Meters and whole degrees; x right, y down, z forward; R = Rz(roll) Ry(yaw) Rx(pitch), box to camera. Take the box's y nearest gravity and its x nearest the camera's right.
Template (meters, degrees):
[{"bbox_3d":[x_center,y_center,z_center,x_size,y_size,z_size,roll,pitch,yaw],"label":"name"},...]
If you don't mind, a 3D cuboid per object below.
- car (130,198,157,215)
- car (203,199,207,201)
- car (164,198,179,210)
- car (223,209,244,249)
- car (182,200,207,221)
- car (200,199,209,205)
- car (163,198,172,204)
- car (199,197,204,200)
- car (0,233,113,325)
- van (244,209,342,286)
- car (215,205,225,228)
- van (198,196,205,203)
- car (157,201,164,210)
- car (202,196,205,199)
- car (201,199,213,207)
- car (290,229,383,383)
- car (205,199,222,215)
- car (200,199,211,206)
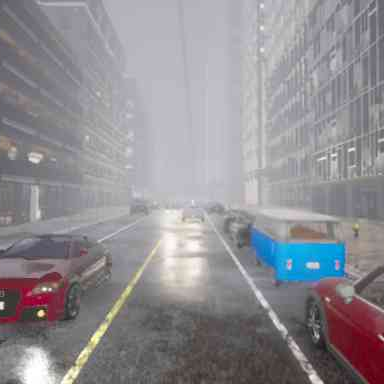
[{"bbox_3d":[-5.673,1.595,37.529,2.192,1.841,5.009,1,0,0],"label":"car"},{"bbox_3d":[2.704,1.866,43.176,1.887,1.381,4.507,1,0,0],"label":"car"},{"bbox_3d":[-3.070,1.867,50.574,2.128,1.511,4.902,0,-1,0],"label":"car"},{"bbox_3d":[2.703,1.680,14.921,1.947,1.339,4.313,1,0,0],"label":"car"},{"bbox_3d":[0.105,1.746,29.354,1.812,1.442,4.674,0,0,0],"label":"car"},{"bbox_3d":[2.704,2.106,71.431,1.802,1.307,4.206,1,0,0],"label":"car"},{"bbox_3d":[-5.675,2.089,76.916,1.752,1.417,4.829,1,0,0],"label":"car"},{"bbox_3d":[0.086,1.829,43.785,2.163,1.488,4.792,0,-1,0],"label":"car"},{"bbox_3d":[-3.099,1.620,7.238,1.994,1.385,4.181,0,0,0],"label":"car"},{"bbox_3d":[2.706,1.412,9.272,1.690,1.788,3.998,1,0,0],"label":"van"},{"bbox_3d":[2.703,1.722,20.572,1.947,1.339,4.313,1,0,0],"label":"car"},{"bbox_3d":[2.709,2.026,94.037,1.690,1.788,3.998,1,0,0],"label":"van"},{"bbox_3d":[-5.676,1.928,48.830,1.947,1.339,4.313,1,0,0],"label":"car"},{"bbox_3d":[2.706,1.802,48.829,1.967,1.590,4.097,1,0,0],"label":"car"},{"bbox_3d":[2.704,1.994,60.130,2.008,1.369,4.403,1,0,0],"label":"car"},{"bbox_3d":[2.704,1.469,3.619,1.967,1.590,4.097,1,0,0],"label":"car"},{"bbox_3d":[2.704,1.846,37.525,1.947,1.339,4.313,1,0,0],"label":"car"},{"bbox_3d":[2.705,2.035,65.781,2.008,1.369,4.403,1,0,0],"label":"car"}]
